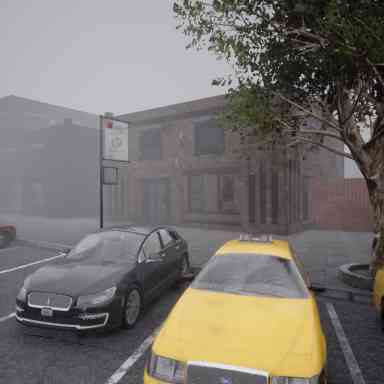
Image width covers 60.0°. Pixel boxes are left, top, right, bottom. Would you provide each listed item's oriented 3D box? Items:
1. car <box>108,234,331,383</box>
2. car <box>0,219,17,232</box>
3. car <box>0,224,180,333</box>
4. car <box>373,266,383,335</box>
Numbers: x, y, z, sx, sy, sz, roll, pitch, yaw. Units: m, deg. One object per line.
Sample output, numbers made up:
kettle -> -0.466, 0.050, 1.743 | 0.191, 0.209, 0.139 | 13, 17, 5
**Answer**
car -> 0.962, 1.480, 5.186 | 1.946, 1.575, 5.366 | 1, -1, 16
car -> -8.741, 1.528, 12.359 | 2.002, 1.452, 4.674 | 1, -1, 16
car -> -1.424, 1.487, 7.117 | 2.231, 1.521, 4.892 | 1, -1, 16
car -> 3.405, 1.480, 3.442 | 1.946, 1.575, 5.366 | 1, -1, 16
